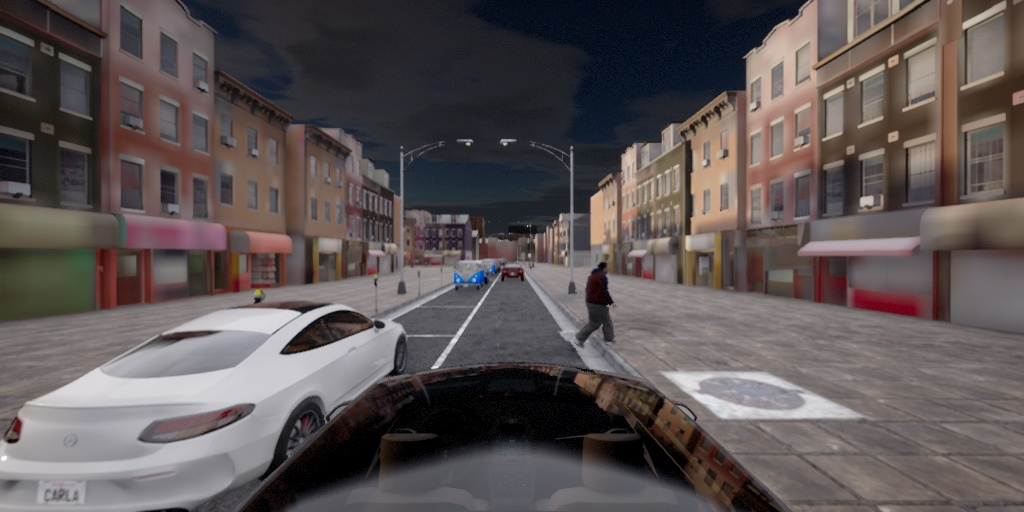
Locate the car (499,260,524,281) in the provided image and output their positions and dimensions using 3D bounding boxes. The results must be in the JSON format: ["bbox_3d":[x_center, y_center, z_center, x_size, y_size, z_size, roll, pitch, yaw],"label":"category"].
[{"bbox_3d":[0.064,1.352,31.917,1.882,1.535,5.008,0,-1,0],"label":"car"}]

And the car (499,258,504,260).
[{"bbox_3d":[-2.667,1.271,49.807,2.192,1.841,5.009,0,0,0],"label":"car"}]

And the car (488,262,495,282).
[{"bbox_3d":[-2.654,1.423,28.072,1.948,1.339,4.313,0,0,0],"label":"car"}]

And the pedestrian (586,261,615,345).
[{"bbox_3d":[1.804,0.919,7.332,0.375,1.860,0.375,0,0,0],"label":"pedestrian"}]

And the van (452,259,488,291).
[{"bbox_3d":[-2.651,1.175,22.639,1.690,1.789,3.998,0,0,0],"label":"van"}]

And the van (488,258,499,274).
[{"bbox_3d":[-2.661,1.246,38.940,1.690,1.789,3.998,0,0,0],"label":"van"}]

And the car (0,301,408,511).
[{"bbox_3d":[-2.752,1.287,4.496,1.812,1.442,4.674,0,0,0],"label":"car"}]
